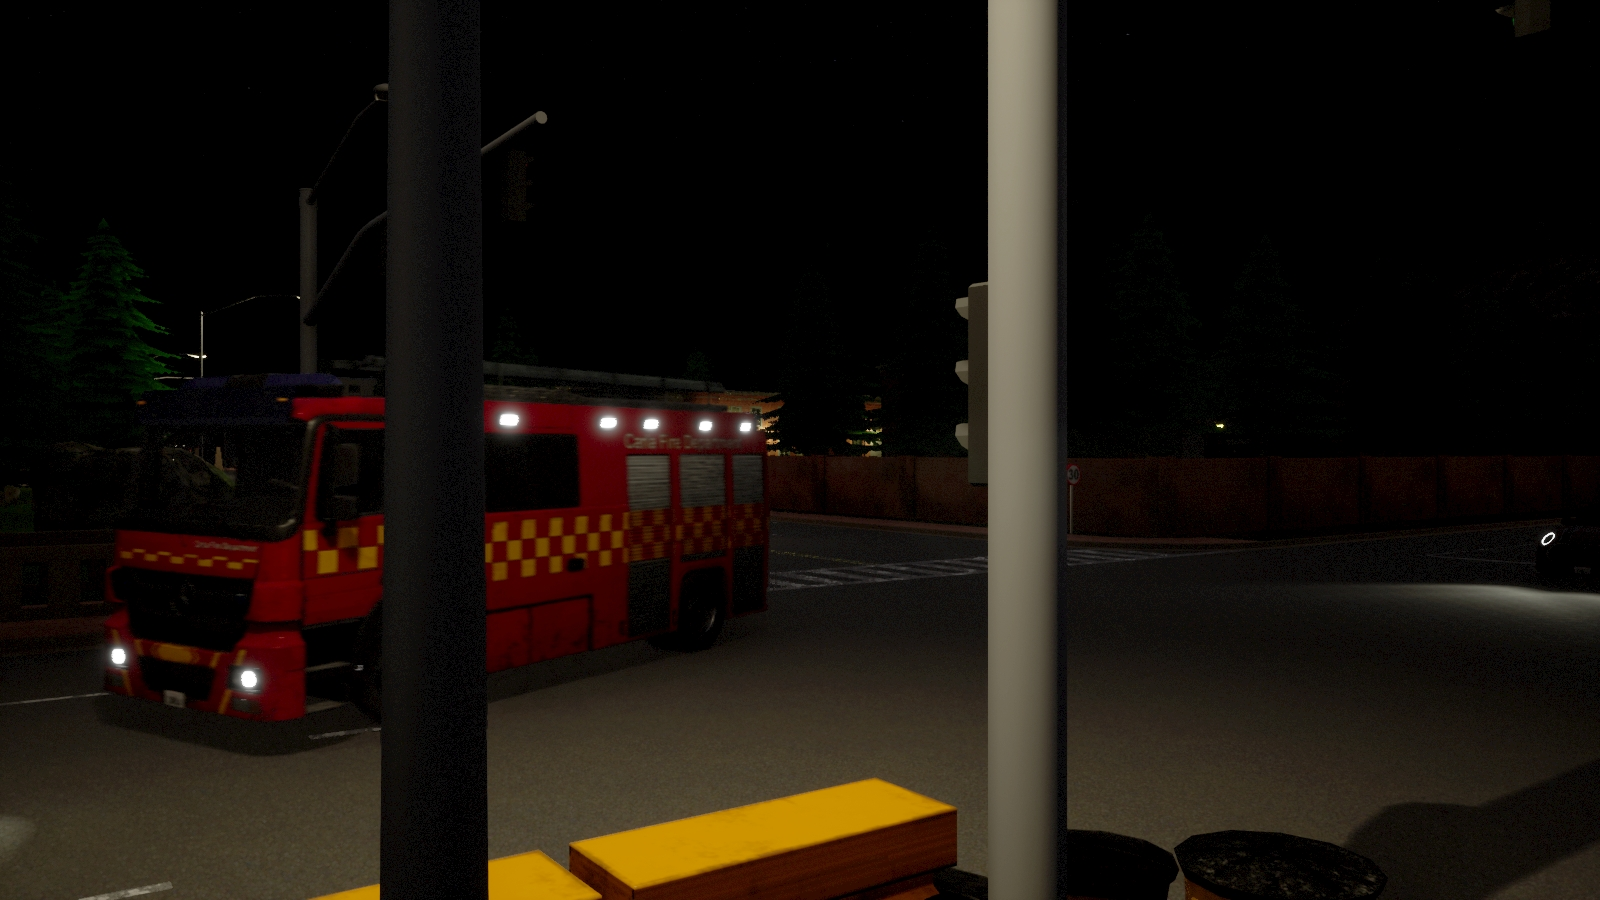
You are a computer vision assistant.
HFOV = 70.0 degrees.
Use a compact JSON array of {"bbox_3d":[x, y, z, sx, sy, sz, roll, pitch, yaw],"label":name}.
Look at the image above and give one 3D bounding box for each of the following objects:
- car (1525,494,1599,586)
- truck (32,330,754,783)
[{"bbox_3d":[18.010,1.906,24.946,4.553,1.767,2.097,0,0,-35],"label":"car"},{"bbox_3d":[-4.083,0.890,14.045,2.891,3.827,8.468,1,0,30],"label":"truck"}]
